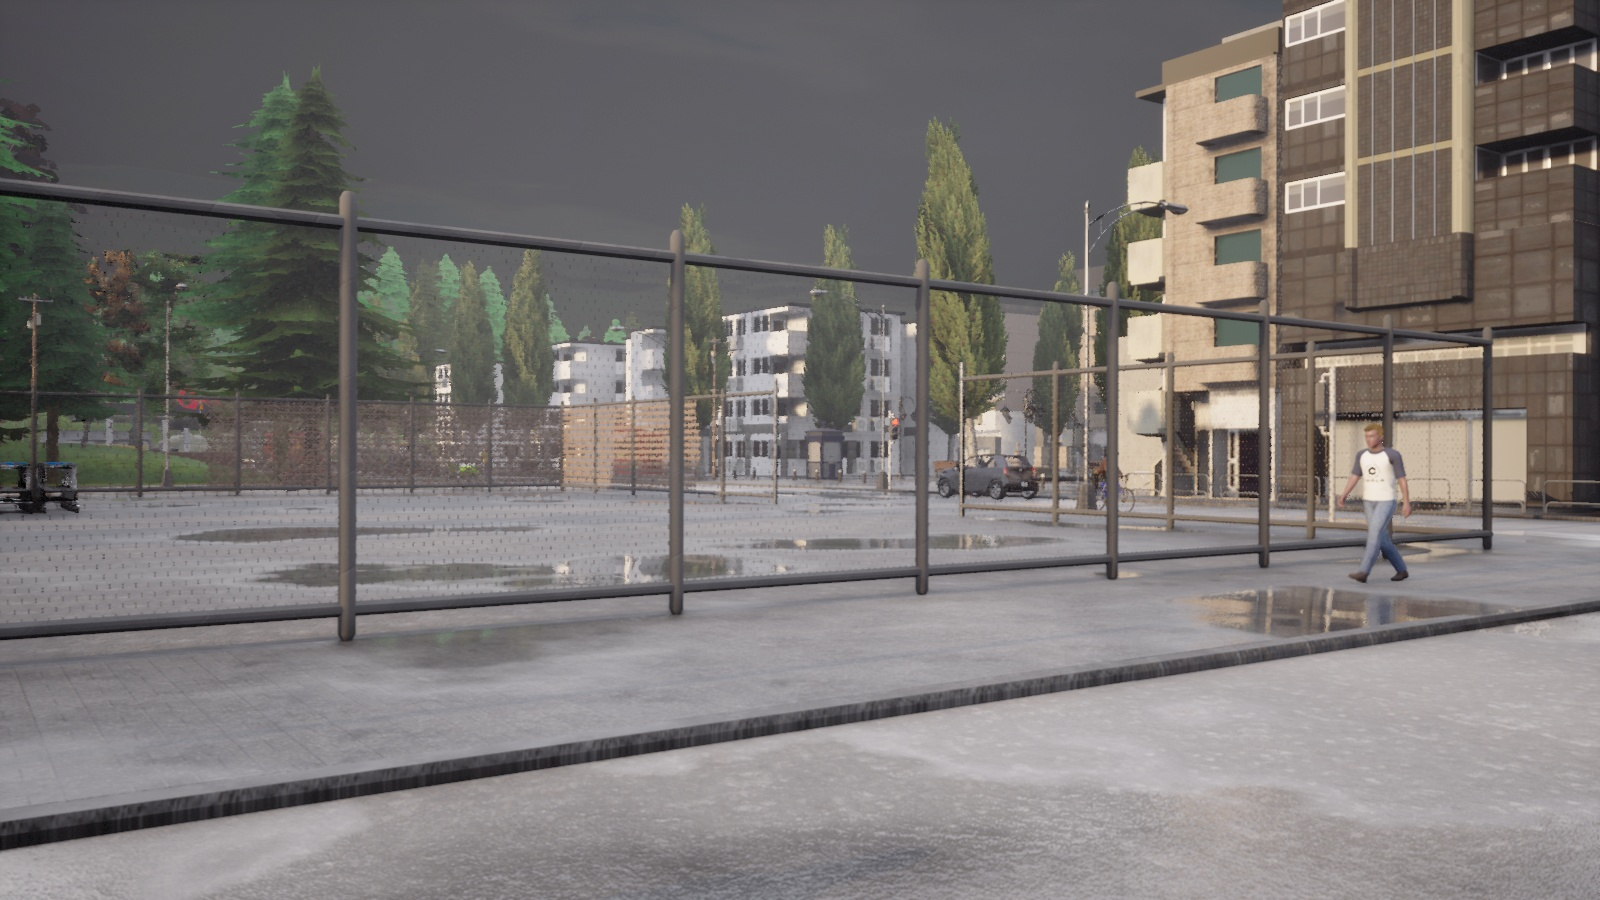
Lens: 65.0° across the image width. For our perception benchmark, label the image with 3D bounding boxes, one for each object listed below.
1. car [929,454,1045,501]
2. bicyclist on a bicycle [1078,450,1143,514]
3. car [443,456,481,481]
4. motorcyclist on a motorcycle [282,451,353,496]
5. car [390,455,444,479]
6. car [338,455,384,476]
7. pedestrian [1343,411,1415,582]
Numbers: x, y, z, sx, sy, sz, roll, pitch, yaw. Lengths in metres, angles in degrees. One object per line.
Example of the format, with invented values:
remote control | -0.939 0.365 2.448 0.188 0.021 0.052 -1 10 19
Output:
car | 6.227 0.897 42.133 1.845 1.501 3.633 0 0 -35
bicyclist on a bicycle | 8.025 0.802 32.538 0.582 1.620 1.656 0 0 -35
car | -19.401 1.059 72.062 1.481 1.376 2.207 0 -1 -34
motorcyclist on a motorcycle | -18.004 0.868 46.919 2.350 1.649 0.766 0 0 -35
car | -24.057 1.035 78.753 1.837 1.490 4.892 0 0 -35
car | -31.110 1.075 88.945 1.837 1.490 4.892 0 0 -35
pedestrian | 6.354 0.496 13.783 0.706 1.836 0.354 0 0 -28
